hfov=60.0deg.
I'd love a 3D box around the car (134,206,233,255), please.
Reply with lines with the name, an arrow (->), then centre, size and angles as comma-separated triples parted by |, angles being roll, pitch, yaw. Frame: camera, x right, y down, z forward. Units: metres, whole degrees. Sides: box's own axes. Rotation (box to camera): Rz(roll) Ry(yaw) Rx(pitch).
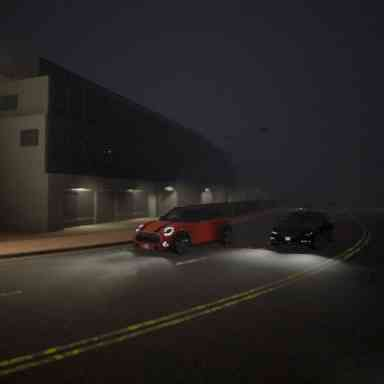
car -> -0.234, 1.421, 13.878 | 2.097, 1.767, 4.553 | 0, 0, 40

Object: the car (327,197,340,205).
car -> 22.178, 1.561, 52.135 | 1.812, 1.442, 4.674 | 0, 0, 23

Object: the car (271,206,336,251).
car -> 5.133, 1.608, 15.020 | 1.837, 1.490, 4.892 | 1, 0, 35

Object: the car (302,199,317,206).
car -> 18.947, 1.934, 53.484 | 1.837, 1.490, 4.892 | 0, 0, 23
